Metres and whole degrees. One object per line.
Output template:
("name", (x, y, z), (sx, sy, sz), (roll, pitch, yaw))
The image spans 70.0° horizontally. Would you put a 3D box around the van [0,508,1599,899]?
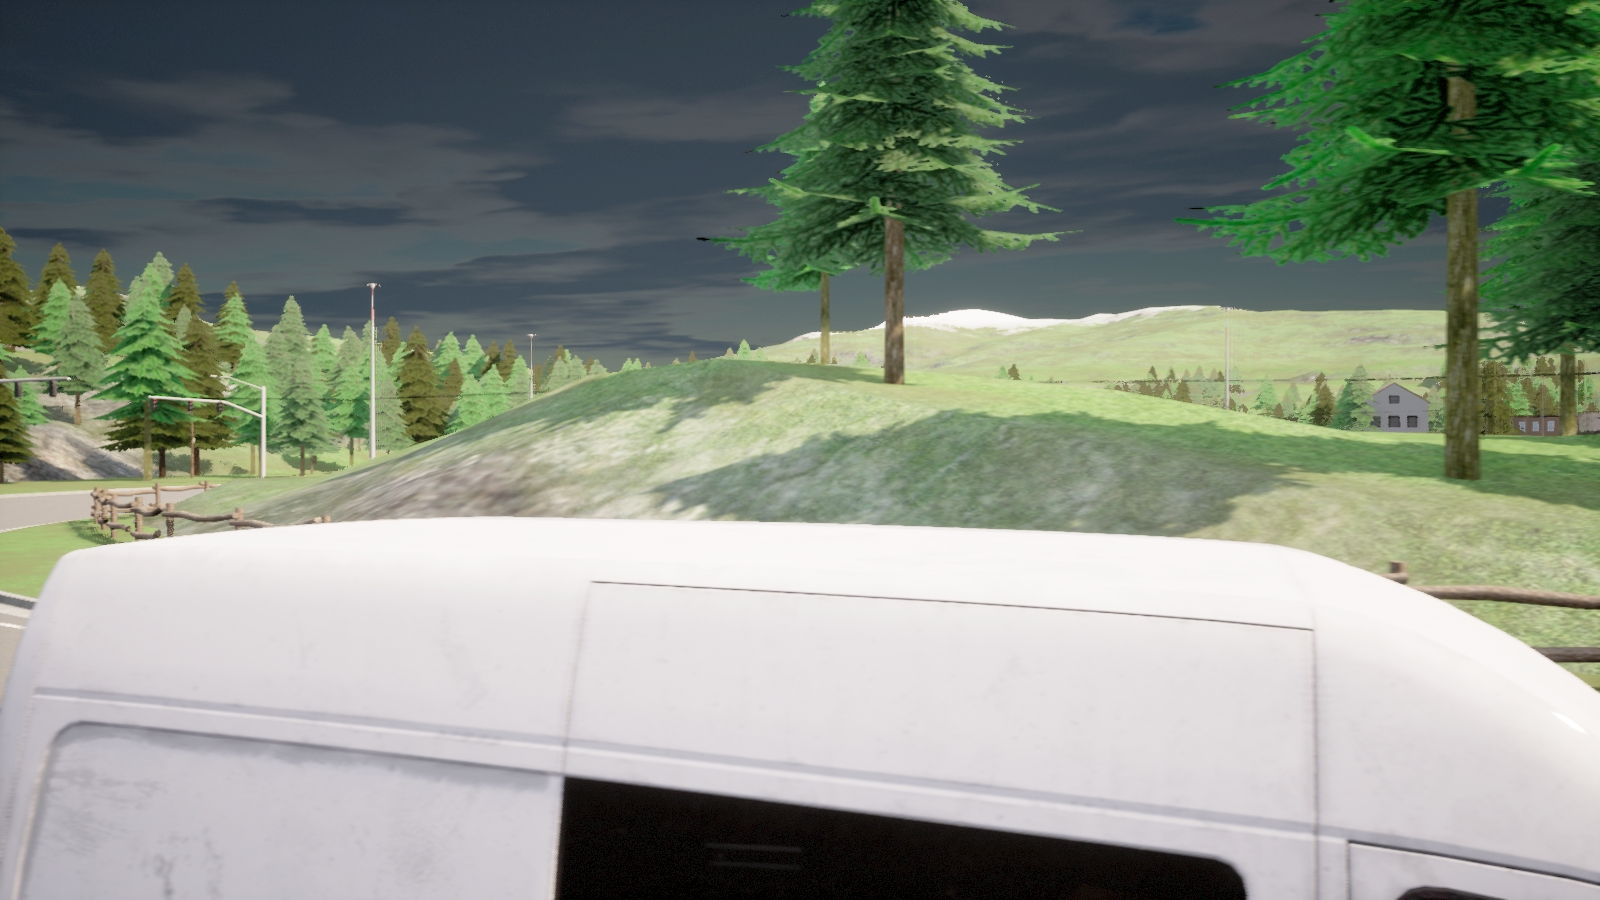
("van", (0.702, 1.534, 3.007), (5.915, 2.561, 1.988), (0, 0, 20))
